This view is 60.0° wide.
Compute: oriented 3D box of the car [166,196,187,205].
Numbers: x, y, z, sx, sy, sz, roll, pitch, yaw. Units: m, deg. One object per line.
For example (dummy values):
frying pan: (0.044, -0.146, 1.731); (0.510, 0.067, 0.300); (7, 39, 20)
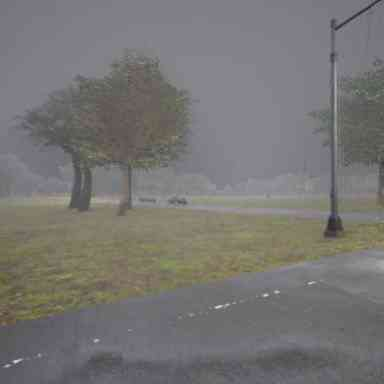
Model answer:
car: (-2.679, 1.499, 57.599); (1.837, 1.490, 4.892); (1, 0, -33)

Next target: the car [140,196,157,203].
car: (-8.804, 1.503, 66.797); (1.837, 1.490, 4.892); (1, 0, -34)
